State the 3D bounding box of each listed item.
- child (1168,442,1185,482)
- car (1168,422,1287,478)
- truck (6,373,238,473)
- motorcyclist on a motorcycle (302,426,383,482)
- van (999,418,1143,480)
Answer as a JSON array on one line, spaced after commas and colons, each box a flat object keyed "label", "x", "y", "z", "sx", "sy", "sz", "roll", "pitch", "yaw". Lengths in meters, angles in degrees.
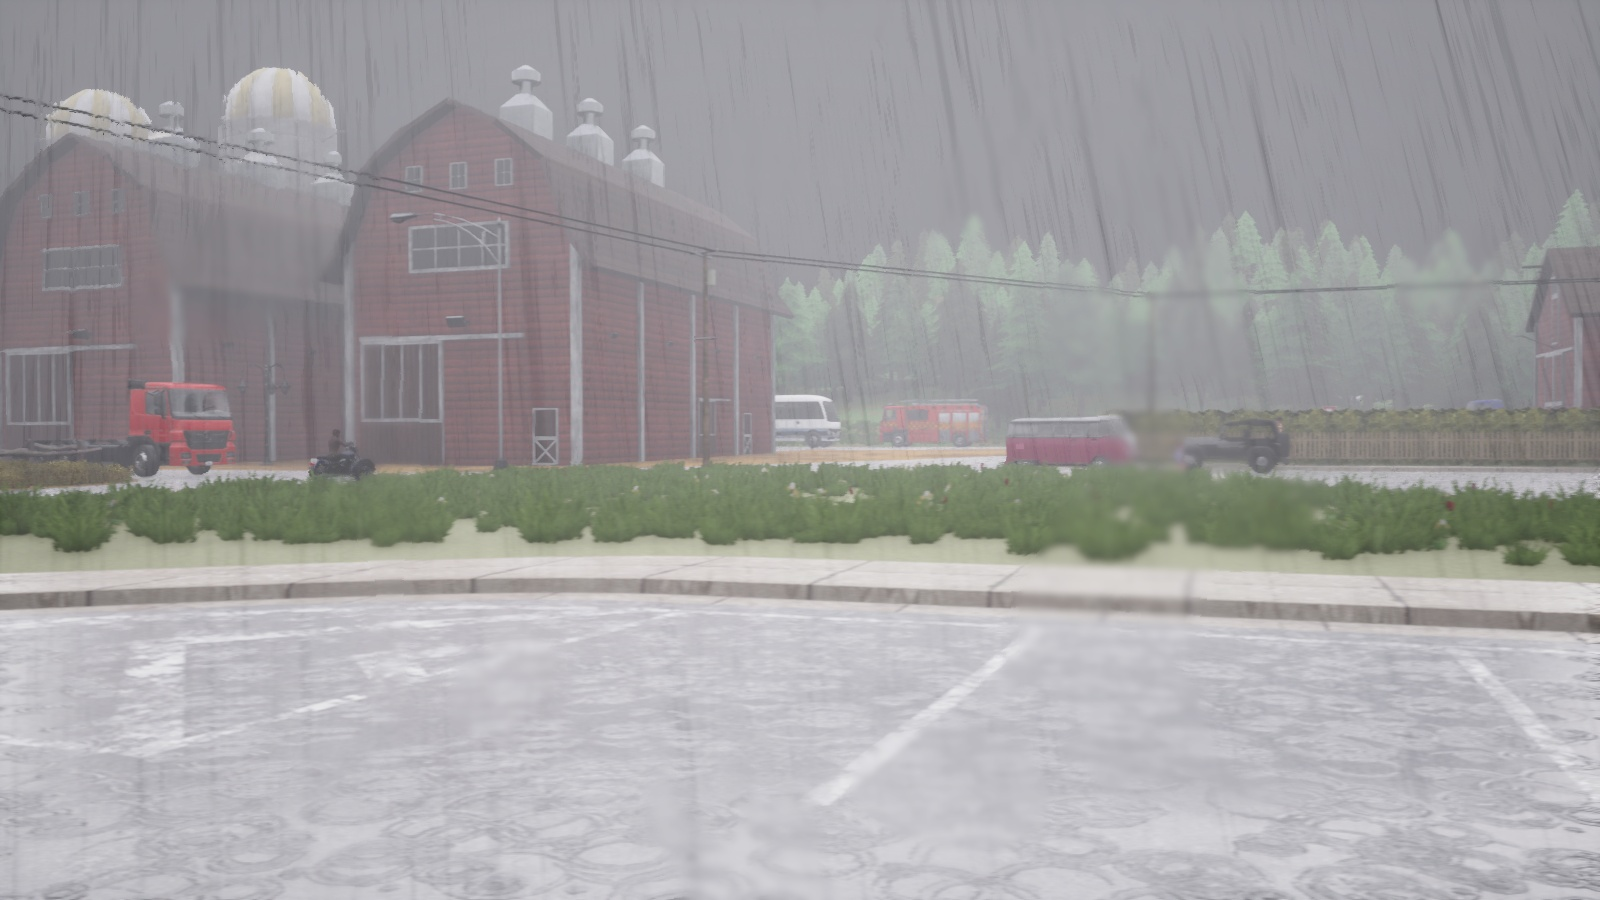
[{"label": "child", "x": 10.691, "y": 0.331, "z": 35.666, "sx": 0.394, "sy": 1.110, "sz": 0.255, "roll": 1, "pitch": 1, "yaw": 32}, {"label": "car", "x": 14.982, "y": -0.028, "z": 44.112, "sx": 3.866, "sy": 1.878, "sz": 1.905, "roll": 1, "pitch": 1, "yaw": 19}, {"label": "truck", "x": -24.964, "y": -0.990, "z": 46.261, "sx": 7.936, "sy": 3.462, "sz": 2.891, "roll": 1, "pitch": 1, "yaw": 19}, {"label": "motorcyclist on a motorcycle", "x": -13.785, "y": 0.102, "z": 37.942, "sx": 0.766, "sy": 1.649, "sz": 2.350, "roll": 2, "pitch": 1, "yaw": 30}, {"label": "van", "x": 9.188, "y": -0.068, "z": 42.588, "sx": 4.442, "sy": 1.987, "sz": 1.775, "roll": 1, "pitch": 1, "yaw": 27}]
